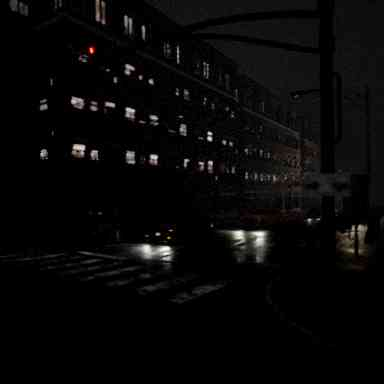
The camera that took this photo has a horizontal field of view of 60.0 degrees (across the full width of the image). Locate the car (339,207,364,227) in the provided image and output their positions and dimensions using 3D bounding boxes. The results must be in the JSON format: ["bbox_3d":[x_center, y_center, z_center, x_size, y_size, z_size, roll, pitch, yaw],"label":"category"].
[{"bbox_3d":[13.204,2.159,27.806,2.008,1.369,4.403,-2,-2,35],"label":"car"}]

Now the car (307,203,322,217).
[{"bbox_3d":[16.148,2.463,41.943,2.033,1.411,5.357,-1,-2,36],"label":"car"}]

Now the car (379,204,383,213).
[{"bbox_3d":[32.754,2.784,55.748,1.887,1.381,4.507,-2,-2,35],"label":"car"}]

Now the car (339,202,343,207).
[{"bbox_3d":[32.394,2.858,69.804,2.192,1.841,5.009,-2,-2,35],"label":"car"}]

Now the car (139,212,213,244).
[{"bbox_3d":[-0.570,1.946,18.134,1.994,1.385,4.181,-1,-1,35],"label":"car"}]

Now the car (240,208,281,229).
[{"bbox_3d":[5.614,2.057,26.973,1.882,1.535,5.008,-1,-2,35],"label":"car"}]

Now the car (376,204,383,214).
[{"bbox_3d":[29.593,2.662,51.230,1.752,1.417,4.829,-2,-2,35],"label":"car"}]

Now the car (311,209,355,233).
[{"bbox_3d":[9.946,2.086,23.147,1.802,1.307,4.206,-2,-2,35],"label":"car"}]

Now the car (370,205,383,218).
[{"bbox_3d":[19.719,2.258,37.122,1.967,1.590,4.097,-2,-2,35],"label":"car"}]

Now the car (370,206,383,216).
[{"bbox_3d":[26.238,2.594,46.433,1.947,1.339,4.313,-2,-2,35],"label":"car"}]

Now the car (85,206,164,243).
[{"bbox_3d":[-3.448,1.703,18.575,2.192,1.841,5.009,-2,-2,35],"label":"car"}]
